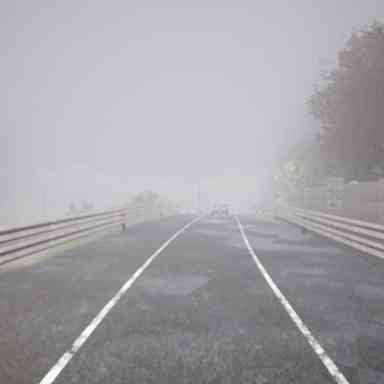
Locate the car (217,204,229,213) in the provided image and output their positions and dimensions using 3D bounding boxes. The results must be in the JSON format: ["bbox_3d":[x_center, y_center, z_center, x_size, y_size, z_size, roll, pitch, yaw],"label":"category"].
[{"bbox_3d":[5.237,2.814,55.729,1.837,1.490,4.892,0,-4,8],"label":"car"}]

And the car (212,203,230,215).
[{"bbox_3d":[3.338,2.005,39.083,1.895,1.301,4.718,0,-2,6],"label":"car"}]
